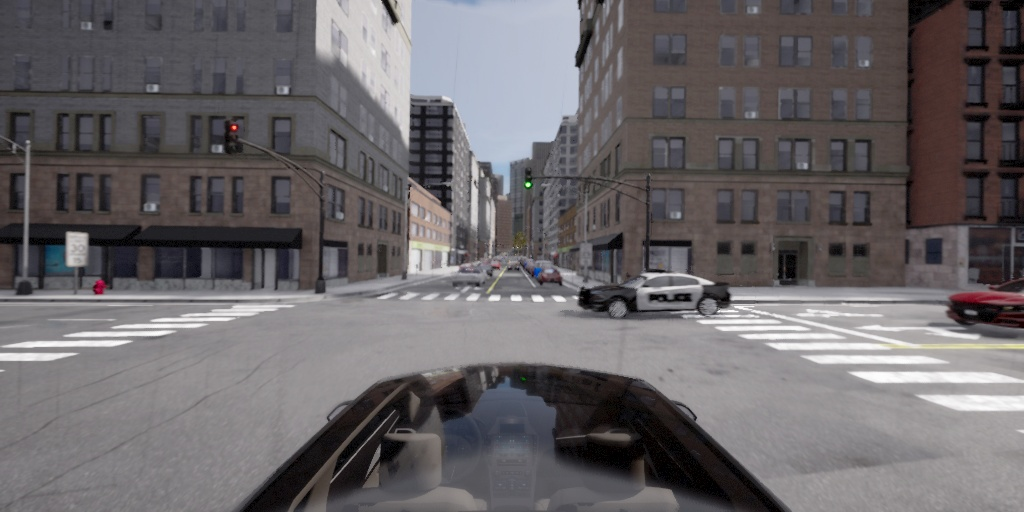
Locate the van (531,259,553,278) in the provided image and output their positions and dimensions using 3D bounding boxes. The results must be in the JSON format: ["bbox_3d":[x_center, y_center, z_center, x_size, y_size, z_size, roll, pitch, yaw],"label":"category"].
[{"bbox_3d":[2.913,1.341,33.315,1.690,1.789,3.998,0,0,0],"label":"van"}]

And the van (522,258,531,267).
[{"bbox_3d":[3.005,1.462,61.083,1.690,1.789,3.998,0,0,0],"label":"van"}]

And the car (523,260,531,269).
[{"bbox_3d":[2.987,1.691,55.532,1.802,1.307,4.207,0,0,0],"label":"car"}]

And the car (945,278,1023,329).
[{"bbox_3d":[15.115,1.292,9.866,5.008,1.535,1.882,0,0,0],"label":"car"}]

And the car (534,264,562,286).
[{"bbox_3d":[2.894,1.546,27.764,1.802,1.307,4.207,0,0,0],"label":"car"}]

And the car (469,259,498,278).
[{"bbox_3d":[-2.911,1.427,37.717,2.128,1.511,4.902,1,0,0],"label":"car"}]

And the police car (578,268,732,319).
[{"bbox_3d":[5.067,1.273,12.999,5.238,1.638,1.930,-1,0,0],"label":"police car"}]

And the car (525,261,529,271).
[{"bbox_3d":[2.950,1.650,44.423,1.802,1.307,4.207,0,0,0],"label":"car"}]

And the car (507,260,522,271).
[{"bbox_3d":[0.235,1.666,55.806,1.895,1.301,4.718,1,0,0],"label":"car"}]

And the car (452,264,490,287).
[{"bbox_3d":[-2.958,1.458,25.539,1.895,1.301,4.718,1,0,3],"label":"car"}]

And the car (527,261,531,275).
[{"bbox_3d":[2.931,1.581,38.866,1.888,1.381,4.507,0,0,0],"label":"car"}]

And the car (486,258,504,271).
[{"bbox_3d":[-2.791,1.497,56.843,1.882,1.535,5.008,1,0,1],"label":"car"}]

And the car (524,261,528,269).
[{"bbox_3d":[2.968,1.674,49.975,1.802,1.307,4.207,0,0,0],"label":"car"}]
